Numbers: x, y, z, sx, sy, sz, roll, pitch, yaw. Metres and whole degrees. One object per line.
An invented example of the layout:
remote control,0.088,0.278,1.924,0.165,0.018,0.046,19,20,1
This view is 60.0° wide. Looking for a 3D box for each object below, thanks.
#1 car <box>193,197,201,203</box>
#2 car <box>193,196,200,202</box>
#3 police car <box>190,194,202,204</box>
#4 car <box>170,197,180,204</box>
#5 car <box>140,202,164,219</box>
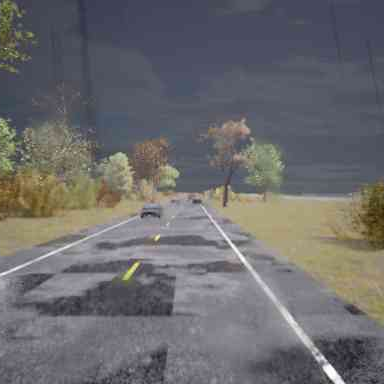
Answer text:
car,1.043,1.822,78.170,1.812,1.442,4.674,0,0,0
car,1.055,1.822,84.169,1.837,1.490,4.892,0,0,0
police car,1.035,1.688,68.286,1.930,1.638,5.238,0,0,0
car,-3.514,1.718,71.052,1.882,1.535,5.008,0,0,0
car,-3.605,1.673,31.032,2.033,1.411,5.357,0,0,0
